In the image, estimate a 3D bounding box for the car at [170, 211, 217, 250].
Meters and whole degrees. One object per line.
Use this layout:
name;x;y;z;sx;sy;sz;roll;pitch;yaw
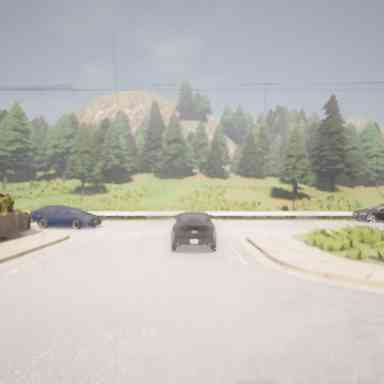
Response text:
car;0.060;1.633;15.014;1.837;1.490;4.892;0;0;0

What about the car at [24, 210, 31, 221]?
car;-11.596;1.755;27.059;4.674;1.442;1.812;0;0;0

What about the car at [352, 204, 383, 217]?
car;15.578;1.718;26.942;4.902;1.511;2.128;0;0;0

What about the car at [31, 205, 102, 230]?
car;-8.283;1.755;22.532;4.181;1.385;1.994;0;0;15
